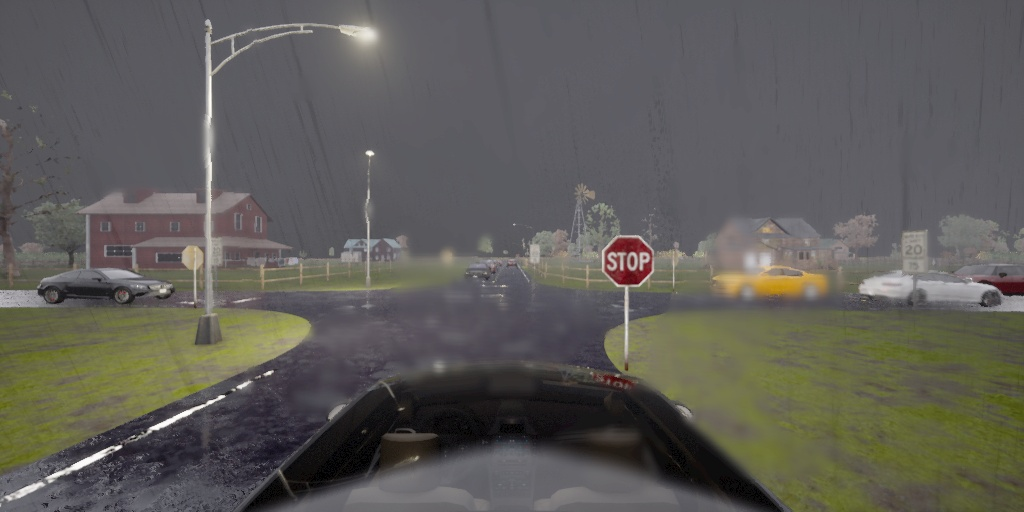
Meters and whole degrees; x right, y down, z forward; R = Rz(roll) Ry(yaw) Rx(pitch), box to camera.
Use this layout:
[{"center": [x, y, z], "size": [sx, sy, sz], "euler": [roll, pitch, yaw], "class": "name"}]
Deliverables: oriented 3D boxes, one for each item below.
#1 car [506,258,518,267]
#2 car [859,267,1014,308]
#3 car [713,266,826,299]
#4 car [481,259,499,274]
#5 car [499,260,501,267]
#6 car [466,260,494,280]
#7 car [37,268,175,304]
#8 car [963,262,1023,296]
[{"center": [0.012, 1.244, 63.269], "size": [1.837, 1.490, 4.892], "euler": [0, 0, 0], "class": "car"}, {"center": [17.447, 1.343, 15.120], "size": [4.674, 1.442, 1.812], "euler": [0, 0, 1], "class": "car"}, {"center": [12.815, 1.272, 18.029], "size": [5.008, 1.535, 1.882], "euler": [0, 0, -1], "class": "car"}, {"center": [-2.889, 1.100, 41.028], "size": [2.097, 1.767, 4.553], "euler": [0, 0, 0], "class": "car"}, {"center": [-2.887, 1.250, 51.282], "size": [1.837, 1.490, 4.892], "euler": [0, 0, 0], "class": "car"}, {"center": [-2.859, 1.298, 31.037], "size": [2.033, 1.411, 5.357], "euler": [0, 0, -1], "class": "car"}, {"center": [-17.239, 1.230, 15.319], "size": [4.674, 1.442, 1.812], "euler": [0, 0, 0], "class": "car"}, {"center": [23.735, 1.188, 17.997], "size": [4.553, 1.767, 2.097], "euler": [0, 0, 0], "class": "car"}]
